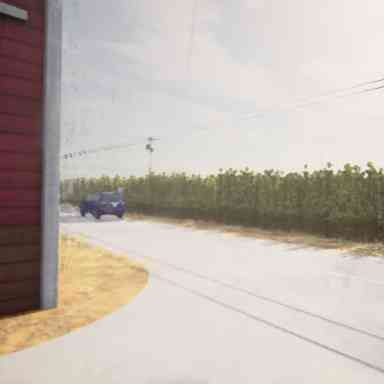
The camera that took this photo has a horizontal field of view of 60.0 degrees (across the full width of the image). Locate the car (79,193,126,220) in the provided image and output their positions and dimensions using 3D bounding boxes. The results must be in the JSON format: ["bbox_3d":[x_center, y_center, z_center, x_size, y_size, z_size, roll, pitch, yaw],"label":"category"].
[{"bbox_3d":[-7.351,1.071,26.975,2.150,2.045,5.566,1,0,-36],"label":"car"}]
